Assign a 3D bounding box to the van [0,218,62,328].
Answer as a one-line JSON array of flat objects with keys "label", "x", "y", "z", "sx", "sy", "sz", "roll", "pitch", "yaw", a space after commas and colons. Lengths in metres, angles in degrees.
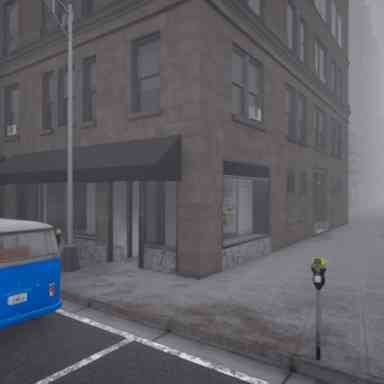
[{"label": "van", "x": -4.073, "y": 1.339, "z": 5.985, "sx": 3.998, "sy": 1.788, "sz": 1.690, "roll": 0, "pitch": 0, "yaw": 36}]
